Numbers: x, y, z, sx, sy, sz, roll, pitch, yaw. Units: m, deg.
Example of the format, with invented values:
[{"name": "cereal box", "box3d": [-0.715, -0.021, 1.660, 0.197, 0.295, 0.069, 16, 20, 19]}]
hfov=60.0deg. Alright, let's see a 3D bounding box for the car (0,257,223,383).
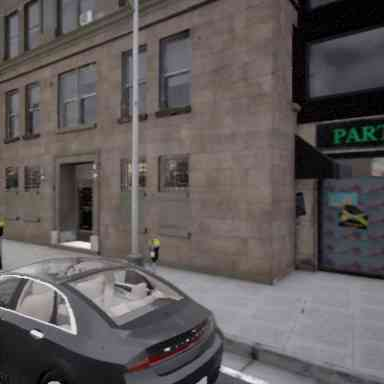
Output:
[{"name": "car", "box3d": [-1.718, 1.543, 4.303, 4.403, 1.369, 2.008, 0, 0, 36]}]
